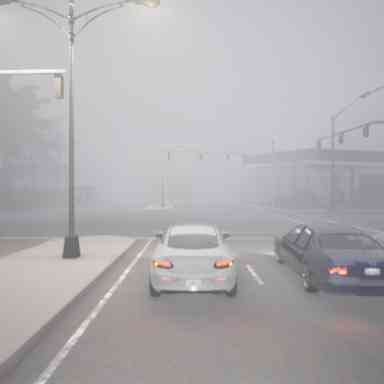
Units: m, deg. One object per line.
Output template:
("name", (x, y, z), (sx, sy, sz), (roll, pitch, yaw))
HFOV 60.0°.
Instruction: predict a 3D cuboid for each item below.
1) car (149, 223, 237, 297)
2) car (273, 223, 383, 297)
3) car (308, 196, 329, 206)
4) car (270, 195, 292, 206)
("car", (0.020, 1.508, 8.421), (1.812, 1.442, 4.674), (0, 0, 0))
("car", (3.498, 1.530, 8.732), (2.033, 1.411, 5.357), (0, 0, 3))
("car", (18.573, 1.358, 48.873), (1.970, 1.475, 3.806), (0, 0, 0))
("car", (12.834, 1.199, 48.065), (2.242, 1.667, 4.611), (0, 0, 0))
